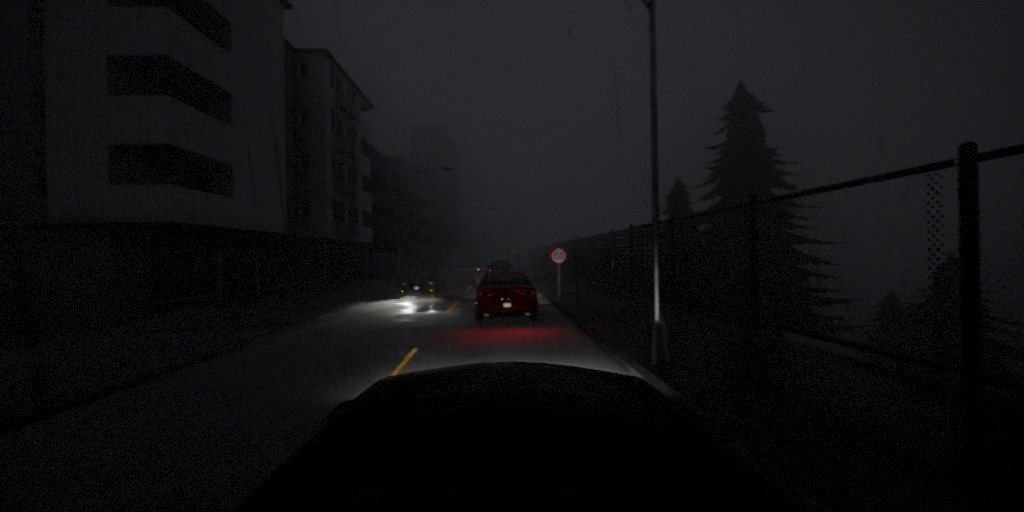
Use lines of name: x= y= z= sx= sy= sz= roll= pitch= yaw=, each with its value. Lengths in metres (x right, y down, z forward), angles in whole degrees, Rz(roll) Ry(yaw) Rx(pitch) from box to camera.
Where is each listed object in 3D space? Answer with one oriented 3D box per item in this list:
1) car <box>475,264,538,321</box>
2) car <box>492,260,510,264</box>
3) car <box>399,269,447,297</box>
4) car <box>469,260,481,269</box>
car: x=-0.239 y=1.230 z=12.561 sx=1.882 sy=1.535 sz=5.008 roll=-1 pitch=0 yaw=-2
car: x=-0.936 y=1.112 z=29.613 sx=2.097 sy=1.767 sz=4.553 roll=-1 pitch=0 yaw=-2
car: x=-4.732 y=1.388 z=19.528 sx=1.994 sy=1.385 sz=4.181 roll=-1 pitch=0 yaw=-2
car: x=-6.346 y=1.391 z=61.900 sx=2.033 sy=1.411 sz=5.357 roll=-1 pitch=0 yaw=-2
